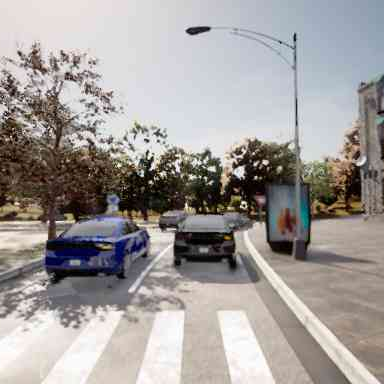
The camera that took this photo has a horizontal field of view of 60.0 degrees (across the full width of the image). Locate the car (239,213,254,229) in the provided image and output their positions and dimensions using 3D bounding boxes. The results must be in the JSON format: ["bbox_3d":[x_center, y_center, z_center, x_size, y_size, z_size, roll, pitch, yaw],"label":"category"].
[{"bbox_3d":[3.622,2.444,27.671,1.994,1.385,4.181,-2,-5,31],"label":"car"}]

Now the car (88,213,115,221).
[{"bbox_3d":[-15.885,4.396,58.498,4.181,1.385,1.994,0,-4,-4],"label":"car"}]

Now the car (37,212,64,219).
[{"bbox_3d":[-23.133,4.280,55.908,4.181,1.385,1.994,2,-4,-33],"label":"car"}]

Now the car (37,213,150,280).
[{"bbox_3d":[-2.541,1.502,10.070,1.882,1.535,5.008,0,-1,3],"label":"car"}]

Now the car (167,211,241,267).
[{"bbox_3d":[0.476,1.522,11.606,1.882,1.535,5.008,0,-2,3],"label":"car"}]

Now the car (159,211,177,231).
[{"bbox_3d":[-0.911,2.263,26.203,2.128,1.511,4.902,-2,-4,19],"label":"car"}]
